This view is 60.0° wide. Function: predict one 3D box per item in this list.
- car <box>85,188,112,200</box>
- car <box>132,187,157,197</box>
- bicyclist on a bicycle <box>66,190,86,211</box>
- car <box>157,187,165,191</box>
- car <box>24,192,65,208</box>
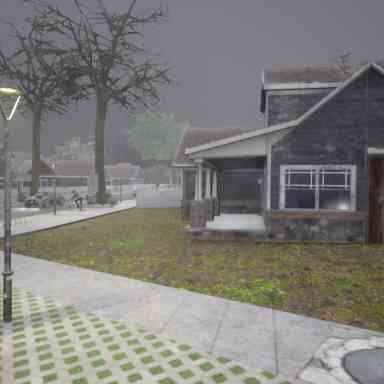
[{"bbox_3d":[-11.926,0.198,42.742,2.128,1.511,4.902,1,2,10],"label":"car"},{"bbox_3d":[-7.454,0.045,51.112,1.895,1.301,4.718,1,2,11],"label":"car"},{"bbox_3d":[-9.059,0.697,25.922,1.656,1.620,0.582,1,2,10],"label":"bicyclist on a bicycle"},{"bbox_3d":[-5.707,-0.281,60.964,1.895,1.301,4.718,1,2,10],"label":"car"},{"bbox_3d":[-13.961,0.677,31.712,1.994,1.385,4.181,1,2,11],"label":"car"}]
